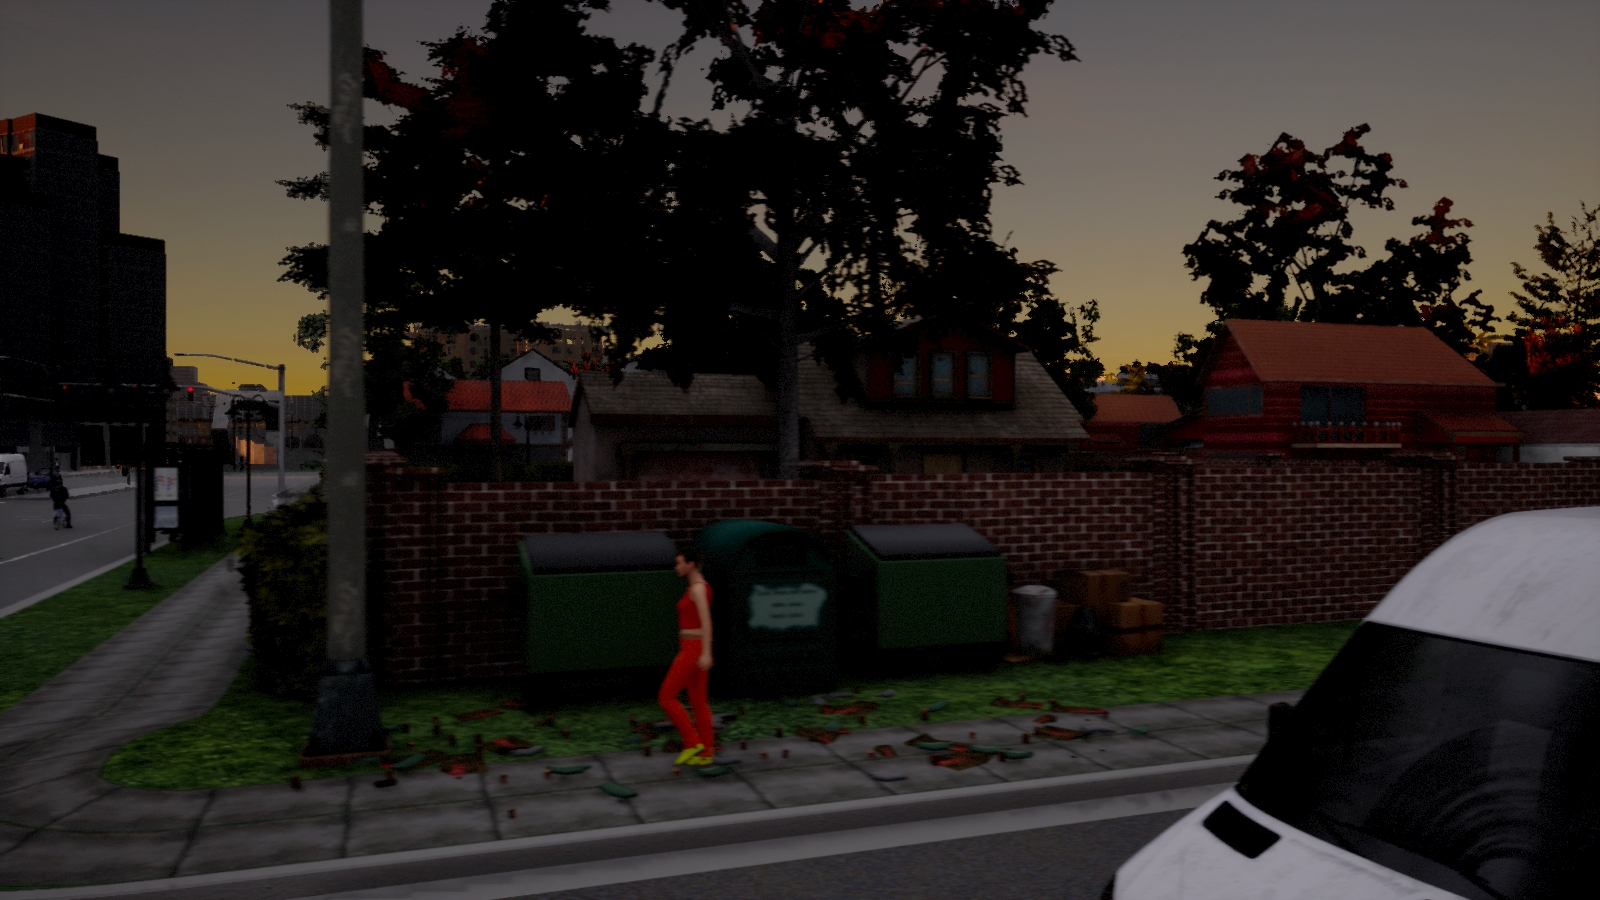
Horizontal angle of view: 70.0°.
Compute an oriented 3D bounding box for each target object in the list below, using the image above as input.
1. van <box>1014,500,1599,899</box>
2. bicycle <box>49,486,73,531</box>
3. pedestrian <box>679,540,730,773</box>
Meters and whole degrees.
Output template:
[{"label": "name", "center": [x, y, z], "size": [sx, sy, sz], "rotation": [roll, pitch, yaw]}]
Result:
[{"label": "van", "center": [3.997, 1.535, 4.758], "size": [5.915, 2.561, 1.988], "rotation": [0, 0, -20]}, {"label": "bicycle", "center": [-26.078, 2.048, 40.315], "size": [0.329, 1.496, 1.835], "rotation": [0, 0, -20]}, {"label": "pedestrian", "center": [-0.791, 1.696, 9.495], "size": [0.375, 1.860, 0.375], "rotation": [0, 0, 3]}]
